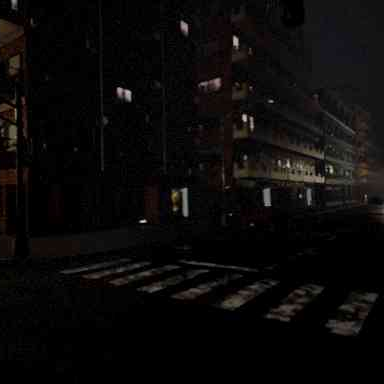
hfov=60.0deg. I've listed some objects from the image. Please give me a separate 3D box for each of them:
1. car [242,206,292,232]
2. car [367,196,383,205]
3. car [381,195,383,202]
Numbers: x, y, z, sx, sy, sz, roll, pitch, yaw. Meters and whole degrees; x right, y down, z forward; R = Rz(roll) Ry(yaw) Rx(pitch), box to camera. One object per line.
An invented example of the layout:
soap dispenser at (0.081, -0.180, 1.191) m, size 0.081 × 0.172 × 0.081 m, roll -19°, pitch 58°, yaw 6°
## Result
car at (4.659, 1.580, 20.346) m, size 1.887 × 1.381 × 4.507 m, roll -1°, pitch -1°, yaw 36°
car at (30.279, 1.405, 55.034) m, size 1.947 × 1.339 × 4.313 m, roll -1°, pitch -1°, yaw 36°
car at (40.367, 1.348, 68.776) m, size 1.802 × 1.307 × 4.206 m, roll -1°, pitch -1°, yaw 36°
